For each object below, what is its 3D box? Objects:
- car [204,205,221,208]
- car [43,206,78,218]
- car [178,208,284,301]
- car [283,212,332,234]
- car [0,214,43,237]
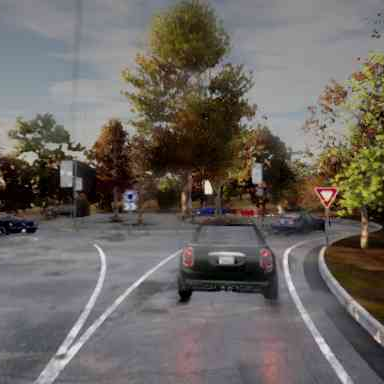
[{"bbox_3d":[2.709,2.789,50.735,5.008,1.535,1.882,0,-2,21],"label":"car"},{"bbox_3d":[-17.292,2.633,43.800,1.812,1.442,4.674,-2,-2,33],"label":"car"},{"bbox_3d":[0.990,1.449,8.809,2.097,1.767,4.553,0,-1,8],"label":"car"},{"bbox_3d":[7.635,2.056,22.976,5.357,1.411,2.033,2,-2,-42],"label":"car"},{"bbox_3d":[-11.929,2.057,21.242,4.718,1.301,1.895,-1,-2,34],"label":"car"}]
